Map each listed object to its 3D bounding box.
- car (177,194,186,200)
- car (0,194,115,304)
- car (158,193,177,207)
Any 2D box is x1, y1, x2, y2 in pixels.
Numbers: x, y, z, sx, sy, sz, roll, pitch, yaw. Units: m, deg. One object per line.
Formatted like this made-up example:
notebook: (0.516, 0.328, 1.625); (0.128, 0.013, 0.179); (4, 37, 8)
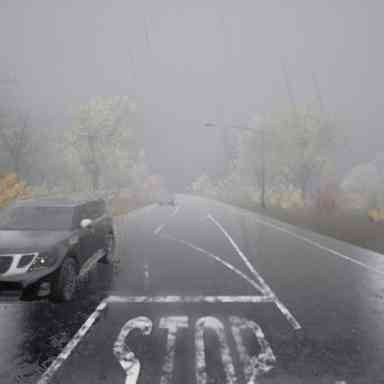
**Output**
car: (-2.904, 1.194, 85.698); (2.097, 1.767, 4.553); (0, 0, 6)
car: (-3.503, 1.144, 8.390); (2.150, 2.045, 5.566); (0, 2, 0)
car: (-3.712, 1.132, 49.191); (2.150, 2.045, 5.566); (0, 0, -1)
